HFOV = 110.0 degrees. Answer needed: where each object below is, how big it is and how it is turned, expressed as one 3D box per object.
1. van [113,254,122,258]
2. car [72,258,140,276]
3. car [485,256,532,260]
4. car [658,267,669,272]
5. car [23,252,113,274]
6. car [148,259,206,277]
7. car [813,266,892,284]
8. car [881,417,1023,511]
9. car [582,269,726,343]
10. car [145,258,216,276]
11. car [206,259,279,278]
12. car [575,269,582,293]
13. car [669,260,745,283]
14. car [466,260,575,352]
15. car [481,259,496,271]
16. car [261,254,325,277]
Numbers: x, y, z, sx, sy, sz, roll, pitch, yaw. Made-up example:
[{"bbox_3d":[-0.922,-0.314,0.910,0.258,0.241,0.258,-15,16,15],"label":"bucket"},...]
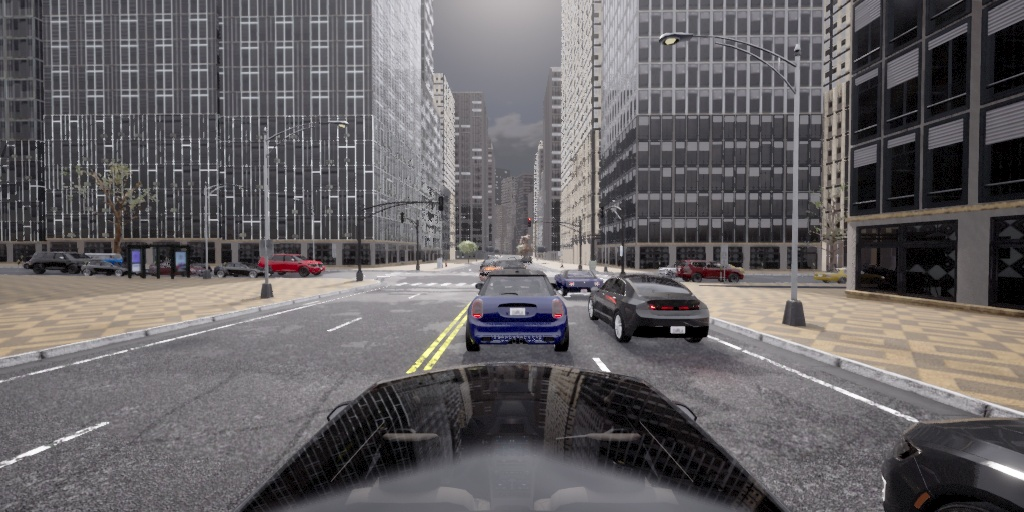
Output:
[{"bbox_3d":[-45.227,0.605,39.283,3.998,1.789,1.690,0,0,1],"label":"van"},{"bbox_3d":[-34.050,1.069,30.604,4.313,1.339,1.948,0,0,1],"label":"car"},{"bbox_3d":[-0.698,1.151,30.303,2.097,1.767,4.553,2,1,43],"label":"car"},{"bbox_3d":[16.893,1.392,35.454,4.674,1.442,1.812,0,1,1],"label":"car"},{"bbox_3d":[-41.327,0.616,33.402,5.566,2.045,2.150,1,1,2],"label":"car"},{"bbox_3d":[-28.370,1.138,30.422,4.207,1.307,1.802,0,0,1],"label":"car"},{"bbox_3d":[27.686,1.579,29.473,4.829,1.417,1.751,0,0,1],"label":"car"},{"bbox_3d":[3.344,1.255,0.298,1.837,1.490,4.892,0,0,0],"label":"car"},{"bbox_3d":[3.362,1.251,9.697,1.837,1.490,4.892,0,0,0],"label":"car"},{"bbox_3d":[-30.591,0.997,33.159,4.892,1.490,1.837,1,1,1],"label":"car"},{"bbox_3d":[-22.686,1.174,30.280,4.313,1.339,1.948,0,0,1],"label":"car"},{"bbox_3d":[3.378,1.341,19.007,1.895,1.301,4.718,0,0,0],"label":"car"},{"bbox_3d":[16.238,1.269,29.689,5.009,1.841,2.192,0,0,1],"label":"car"},{"bbox_3d":[0.111,1.099,9.091,2.097,1.767,4.553,0,0,0],"label":"car"},{"bbox_3d":[-3.265,1.193,50.625,1.882,1.535,5.008,0,0,0],"label":"car"},{"bbox_3d":[-20.232,0.808,32.928,5.566,2.045,2.150,0,1,1],"label":"car"}]
